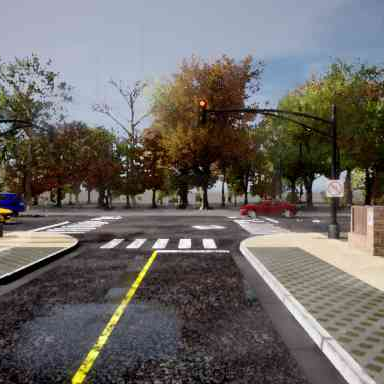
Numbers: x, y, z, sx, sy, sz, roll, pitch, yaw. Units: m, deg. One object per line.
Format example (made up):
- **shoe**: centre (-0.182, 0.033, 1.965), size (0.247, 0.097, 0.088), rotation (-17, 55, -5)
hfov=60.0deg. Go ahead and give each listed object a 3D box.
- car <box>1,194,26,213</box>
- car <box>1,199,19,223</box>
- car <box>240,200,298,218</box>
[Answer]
- **car**: centre (-17.845, 1.164, 29.625), size (5.566, 2.045, 2.150), rotation (0, 0, 0)
- **car**: centre (-15.084, 1.423, 22.922), size (5.008, 1.535, 1.882), rotation (0, 0, 0)
- **car**: centre (6.780, 1.514, 29.604), size (5.008, 1.535, 1.882), rotation (0, 0, 0)
